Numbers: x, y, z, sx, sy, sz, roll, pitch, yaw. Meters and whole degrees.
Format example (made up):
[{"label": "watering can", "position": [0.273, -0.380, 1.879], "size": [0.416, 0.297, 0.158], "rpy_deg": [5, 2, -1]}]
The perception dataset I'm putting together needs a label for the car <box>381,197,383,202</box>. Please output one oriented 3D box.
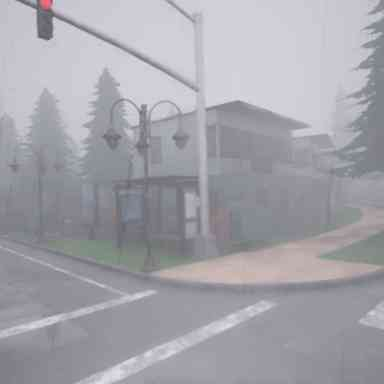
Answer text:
[{"label": "car", "position": [29.992, 0.873, 49.353], "size": [1.994, 1.385, 4.181], "rpy_deg": [-2, 0, 2]}]
